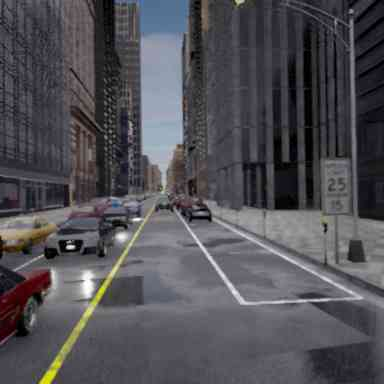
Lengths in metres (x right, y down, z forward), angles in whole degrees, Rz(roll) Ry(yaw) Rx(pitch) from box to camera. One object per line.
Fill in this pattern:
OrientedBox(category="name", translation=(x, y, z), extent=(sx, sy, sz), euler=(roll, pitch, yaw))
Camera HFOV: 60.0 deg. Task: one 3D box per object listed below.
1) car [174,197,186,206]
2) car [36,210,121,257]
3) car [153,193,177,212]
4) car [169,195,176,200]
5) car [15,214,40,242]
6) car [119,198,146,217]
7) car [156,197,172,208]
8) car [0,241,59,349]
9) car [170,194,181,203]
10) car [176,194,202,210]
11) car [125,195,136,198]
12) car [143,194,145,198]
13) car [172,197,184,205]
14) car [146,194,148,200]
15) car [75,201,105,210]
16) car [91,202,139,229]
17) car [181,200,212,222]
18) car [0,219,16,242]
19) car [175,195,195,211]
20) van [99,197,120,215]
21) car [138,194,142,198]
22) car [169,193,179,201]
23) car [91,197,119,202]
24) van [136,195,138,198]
OrientedBox(category="car", translation=(-1.990, 1.579, 54.022), extent=(1.802, 1.307, 4.206), euler=(0, 0, -5))
OrientedBox(category="car", translation=(-4.152, 1.632, 12.930), extent=(1.994, 1.385, 4.181), euler=(-1, 0, -5))
OrientedBox(category="car", translation=(-3.270, 1.392, 39.191), extent=(2.097, 1.767, 4.553), euler=(-1, 0, -5))
OrientedBox(category="car", translation=(-5.457, 1.517, 93.241), extent=(2.008, 1.369, 4.403), euler=(0, 0, -5))
OrientedBox(category="car", translation=(-7.003, 1.637, 13.884), extent=(1.752, 1.417, 4.829), euler=(0, 0, -5))
OrientedBox(category="car", translation=(-5.819, 1.612, 32.108), extent=(1.812, 1.442, 4.674), euler=(-1, 0, -4))
OrientedBox(category="car", translation=(-4.181, 1.531, 49.506), extent=(2.128, 1.511, 4.902), euler=(-1, 0, -5))
OrientedBox(category="car", translation=(-3.384, 1.655, 3.933), extent=(1.895, 1.301, 4.718), euler=(-1, 0, -4))
OrientedBox(category="car", translation=(-3.477, 1.302, 70.830), extent=(2.192, 1.841, 5.009), euler=(0, 0, -5))
OrientedBox(category="car", translation=(-0.012, 1.313, 31.611), extent=(2.192, 1.841, 5.009), euler=(0, 0, -5))
OrientedBox(category="car", translation=(-10.483, 1.568, 53.275), extent=(1.967, 1.590, 4.097), euler=(0, 0, -5))
OrientedBox(category="car", translation=(-12.463, 1.658, 75.686), extent=(1.887, 1.381, 4.507), euler=(0, 0, -5))
OrientedBox(category="car", translation=(-2.486, 1.539, 59.625), extent=(1.887, 1.381, 4.507), euler=(0, 0, -5))
OrientedBox(category="car", translation=(-13.949, 1.642, 92.495), extent=(1.887, 1.381, 4.507), euler=(0, 0, -5))
OrientedBox(category="car", translation=(-8.008, 1.670, 25.259), extent=(1.887, 1.381, 4.507), euler=(0, 0, -5))
OrientedBox(category="car", translation=(-4.974, 1.627, 22.258), extent=(2.033, 1.411, 5.357), euler=(-1, 0, -5))
OrientedBox(category="car", translation=(0.484, 1.560, 26.008), extent=(1.947, 1.339, 4.313), euler=(0, 0, -5))
OrientedBox(category="car", translation=(-6.522, 1.648, 8.450), extent=(1.887, 1.381, 4.507), euler=(0, 0, -5))
OrientedBox(category="car", translation=(-1.002, 1.316, 42.816), extent=(2.192, 1.841, 5.009), euler=(0, 0, -5))
OrientedBox(category="van", translation=(-8.999, 1.472, 36.466), extent=(1.690, 1.788, 3.998), euler=(0, 0, -5))
OrientedBox(category="car", translation=(-11.474, 1.437, 64.480), extent=(2.192, 1.841, 5.009), euler=(0, 0, -5))
OrientedBox(category="car", translation=(-4.468, 1.293, 82.035), extent=(2.192, 1.841, 5.009), euler=(0, 0, -5))
OrientedBox(category="car", translation=(-8.504, 1.444, 30.862), extent=(2.192, 1.841, 5.009), euler=(0, 0, -5))
OrientedBox(category="van", translation=(-10.979, 1.466, 58.877), extent=(1.690, 1.788, 3.998), euler=(0, 0, -5))
